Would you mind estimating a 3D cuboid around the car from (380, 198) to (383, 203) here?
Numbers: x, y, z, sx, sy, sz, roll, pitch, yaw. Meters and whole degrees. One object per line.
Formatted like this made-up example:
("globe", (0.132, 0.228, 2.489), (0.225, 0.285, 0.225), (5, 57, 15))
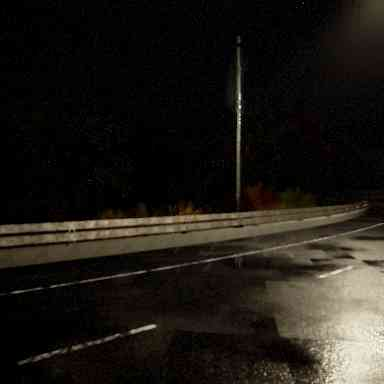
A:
("car", (46.258, 1.881, 78.467), (2.128, 1.511, 4.902), (0, 0, 7))
